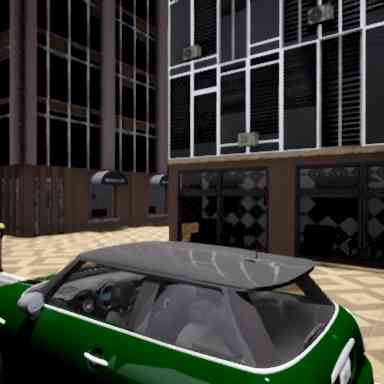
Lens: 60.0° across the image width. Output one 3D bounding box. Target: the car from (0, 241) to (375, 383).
[{"bbox_3d":[-0.600,1.350,3.681,4.553,1.767,2.097,0,0,36],"label":"car"}]
